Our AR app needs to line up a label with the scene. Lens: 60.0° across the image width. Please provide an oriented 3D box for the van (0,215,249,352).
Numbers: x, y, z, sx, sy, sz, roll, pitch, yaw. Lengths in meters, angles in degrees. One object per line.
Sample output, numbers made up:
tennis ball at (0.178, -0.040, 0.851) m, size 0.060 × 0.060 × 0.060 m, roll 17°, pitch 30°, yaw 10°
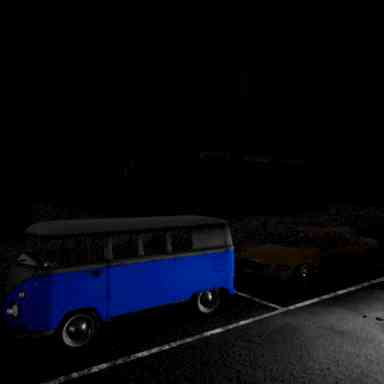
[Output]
van at (-1.079, 1.341, 5.877) m, size 3.998 × 1.788 × 1.690 m, roll 0°, pitch 0°, yaw -35°

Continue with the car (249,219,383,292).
car at (3.216, 1.525, 8.927) m, size 4.829 × 1.417 × 1.752 m, roll 0°, pitch 0°, yaw -35°
